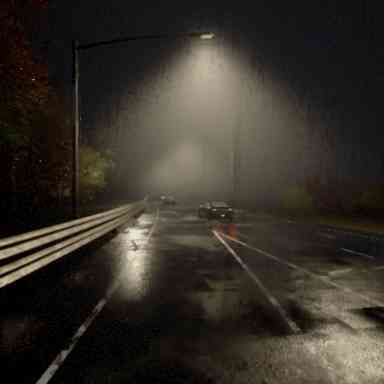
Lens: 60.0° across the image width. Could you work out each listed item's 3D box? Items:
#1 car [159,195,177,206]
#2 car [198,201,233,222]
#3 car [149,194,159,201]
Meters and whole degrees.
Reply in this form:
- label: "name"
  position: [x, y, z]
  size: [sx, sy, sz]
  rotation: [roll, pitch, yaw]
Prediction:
- label: "car"
  position: [-3.675, 1.443, 53.238]
  size: [1.994, 1.385, 4.181]
  rotation: [0, 0, -11]
- label: "car"
  position: [1.738, 1.468, 25.832]
  size: [2.128, 1.511, 4.902]
  rotation: [0, 0, -11]
- label: "car"
  position: [-7.849, 1.309, 74.354]
  size: [2.128, 1.511, 4.902]
  rotation: [0, 0, -11]
